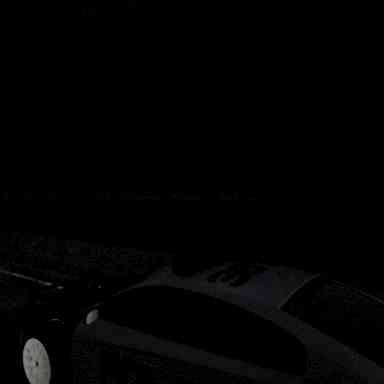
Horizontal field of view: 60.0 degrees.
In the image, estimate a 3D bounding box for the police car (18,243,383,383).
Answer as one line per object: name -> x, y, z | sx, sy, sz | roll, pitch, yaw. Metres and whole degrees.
police car -> 0.061, 1.416, 3.510 | 5.238, 1.638, 1.930 | 0, 0, 35
